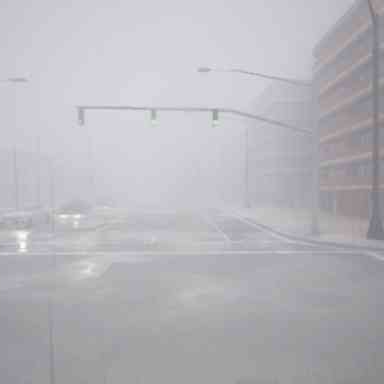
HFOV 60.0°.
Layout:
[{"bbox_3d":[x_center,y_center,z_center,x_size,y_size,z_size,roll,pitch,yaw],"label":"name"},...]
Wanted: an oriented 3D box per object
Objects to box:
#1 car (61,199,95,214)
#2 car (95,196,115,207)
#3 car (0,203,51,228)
[{"bbox_3d":[-11.303,1.391,32.600,1.994,1.385,4.181,0,1,-2],"label":"car"},{"bbox_3d":[-11.769,1.193,45.135,2.033,1.411,5.357,0,1,-3],"label":"car"},{"bbox_3d":[-10.903,1.470,22.005,1.812,1.442,4.674,0,1,-2],"label":"car"}]
